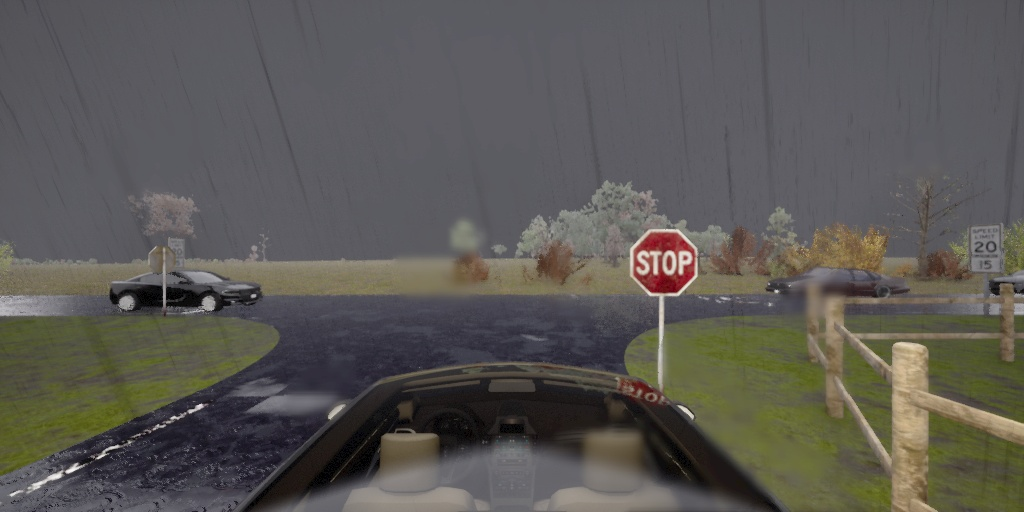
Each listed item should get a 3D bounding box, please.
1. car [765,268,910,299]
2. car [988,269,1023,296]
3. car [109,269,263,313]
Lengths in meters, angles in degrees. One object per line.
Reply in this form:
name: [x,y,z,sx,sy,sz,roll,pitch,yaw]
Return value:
car: [14.909,1.251,16.579,5.357,1.411,2.033,0,0,0]
car: [25.021,1.187,16.488,4.892,1.490,1.837,0,0,1]
car: [-12.294,1.254,13.707,5.008,1.535,1.882,0,0,3]
